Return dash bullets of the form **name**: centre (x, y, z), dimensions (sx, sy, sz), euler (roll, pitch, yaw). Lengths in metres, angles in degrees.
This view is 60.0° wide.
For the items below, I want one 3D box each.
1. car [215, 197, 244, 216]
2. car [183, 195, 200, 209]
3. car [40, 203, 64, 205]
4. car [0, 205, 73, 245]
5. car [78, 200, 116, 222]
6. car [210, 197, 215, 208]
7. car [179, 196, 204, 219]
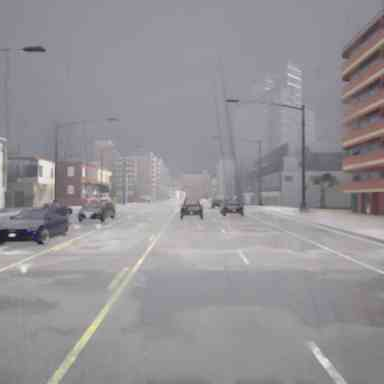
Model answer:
- **car**: centre (3.567, 1.363, 30.372), dimensions (2.128, 1.511, 4.902), euler (0, 0, 0)
- **car**: centre (0.010, 1.252, 43.061), dimensions (2.097, 1.767, 4.553), euler (0, -1, 0)
- **car**: centre (-10.584, 1.490, 24.768), dimensions (1.895, 1.301, 4.718), euler (0, 0, 0)
- **car**: centre (-7.106, 1.505, 15.143), dimensions (1.994, 1.385, 4.181), euler (0, 0, 0)
- **car**: centre (-7.081, 1.381, 25.165), dimensions (2.128, 1.511, 4.902), euler (0, 0, 0)
- **car**: centre (3.545, 1.441, 45.388), dimensions (1.837, 1.490, 4.892), euler (0, 0, 0)
- **car**: centre (-0.013, 1.374, 27.578), dimensions (2.128, 1.511, 4.902), euler (0, 0, 0)
